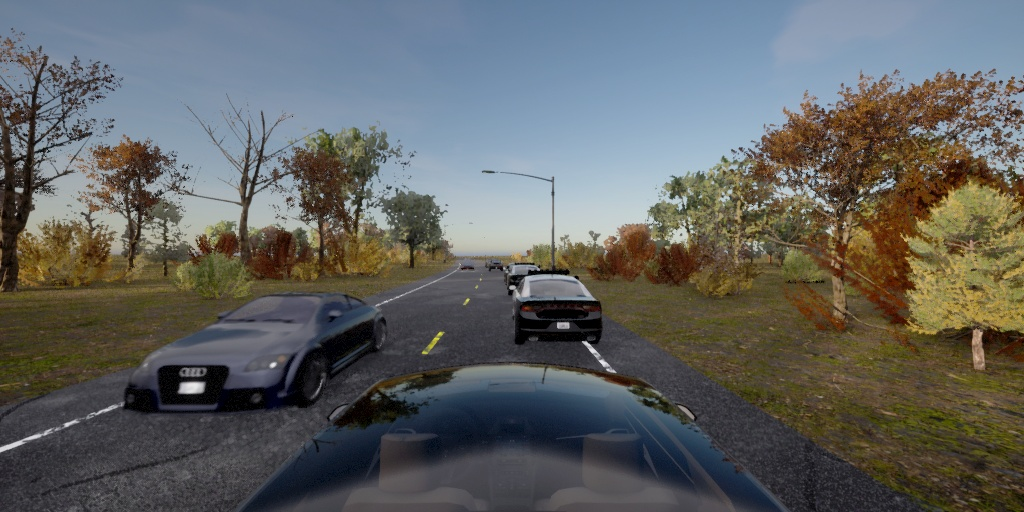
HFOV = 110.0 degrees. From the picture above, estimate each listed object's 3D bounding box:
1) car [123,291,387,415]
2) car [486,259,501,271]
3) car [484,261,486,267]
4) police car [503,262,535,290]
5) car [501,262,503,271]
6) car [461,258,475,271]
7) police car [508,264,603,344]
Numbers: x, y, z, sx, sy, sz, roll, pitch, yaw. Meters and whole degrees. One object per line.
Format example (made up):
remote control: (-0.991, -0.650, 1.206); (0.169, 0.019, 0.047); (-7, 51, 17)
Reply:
car: (-3.663, 1.313, 6.069); (1.994, 1.385, 4.181); (0, 0, -1)
car: (-2.169, 1.234, 47.337); (1.837, 1.490, 4.892); (0, 0, -5)
car: (-3.516, 1.209, 60.227); (2.128, 1.511, 4.902); (0, 0, -7)
police car: (0.679, 1.170, 19.747); (1.930, 1.638, 5.238); (0, 0, -2)
car: (0.413, 1.217, 25.665); (1.882, 1.535, 5.008); (0, 0, -3)
car: (-5.997, 1.276, 48.929); (2.033, 1.411, 5.357); (0, 0, -6)
police car: (0.969, 1.174, 9.695); (1.930, 1.638, 5.238); (0, 0, -1)
